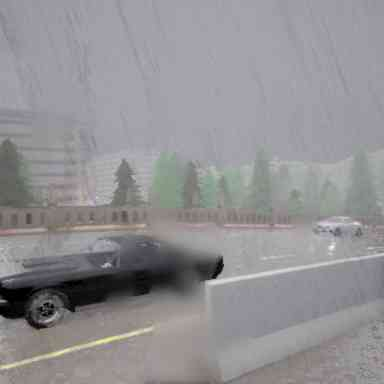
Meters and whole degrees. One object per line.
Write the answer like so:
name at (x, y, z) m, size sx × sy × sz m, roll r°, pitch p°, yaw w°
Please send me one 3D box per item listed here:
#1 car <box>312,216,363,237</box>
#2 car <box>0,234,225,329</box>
car at (10.859, 2.516, 24.610) m, size 4.674 × 1.442 × 1.812 m, roll 5°, pitch -3°, yaw -35°
car at (-1.656, 1.634, 7.107) m, size 4.718 × 1.301 × 1.895 m, roll 1°, pitch 0°, yaw -35°
